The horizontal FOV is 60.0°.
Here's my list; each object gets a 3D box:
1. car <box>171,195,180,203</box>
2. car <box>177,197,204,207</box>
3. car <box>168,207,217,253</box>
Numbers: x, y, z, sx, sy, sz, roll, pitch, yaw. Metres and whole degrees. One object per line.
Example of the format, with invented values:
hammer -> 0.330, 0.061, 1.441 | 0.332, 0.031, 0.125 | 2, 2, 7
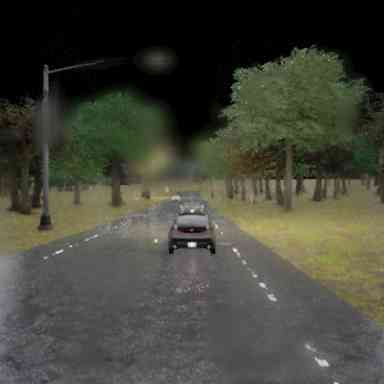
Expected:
car -> -3.482, 1.457, 71.784 | 1.882, 1.535, 5.008 | 0, 1, 0
car -> 0.010, 1.590, 29.070 | 2.097, 1.767, 4.553 | 0, -1, 0
car -> 0.008, 1.631, 14.317 | 1.837, 1.490, 4.892 | 0, 0, 0
